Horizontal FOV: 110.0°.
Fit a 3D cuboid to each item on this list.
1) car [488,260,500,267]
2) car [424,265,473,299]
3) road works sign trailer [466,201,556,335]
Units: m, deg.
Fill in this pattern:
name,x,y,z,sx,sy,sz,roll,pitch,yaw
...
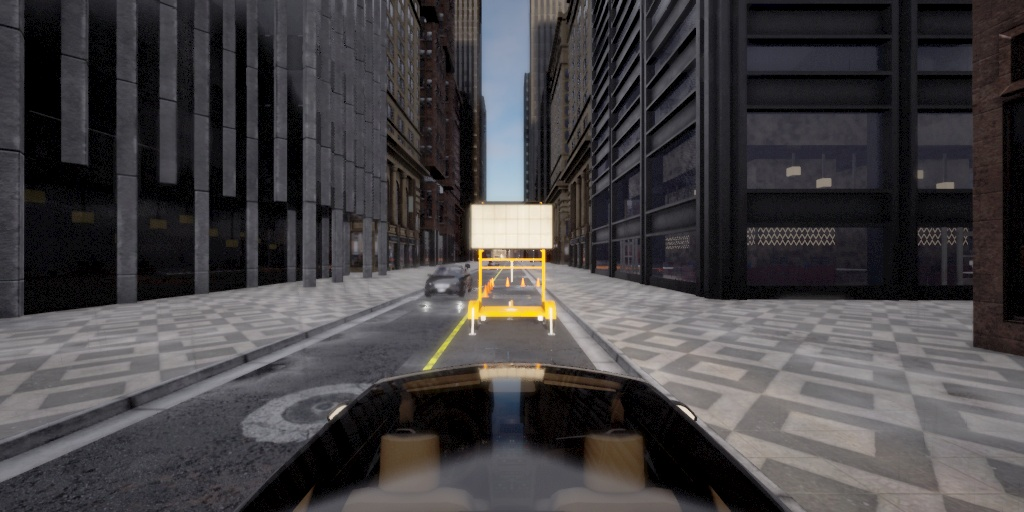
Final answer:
name,x,y,z,sx,sy,sz,roll,pitch,yaw
car,-3.106,1.267,61.056,2.128,1.511,4.902,0,0,0
car,-3.107,1.244,18.284,2.128,1.511,4.902,0,0,0
road works sign trailer,-0.001,0.215,10.480,2.380,3.560,2.880,0,0,0
